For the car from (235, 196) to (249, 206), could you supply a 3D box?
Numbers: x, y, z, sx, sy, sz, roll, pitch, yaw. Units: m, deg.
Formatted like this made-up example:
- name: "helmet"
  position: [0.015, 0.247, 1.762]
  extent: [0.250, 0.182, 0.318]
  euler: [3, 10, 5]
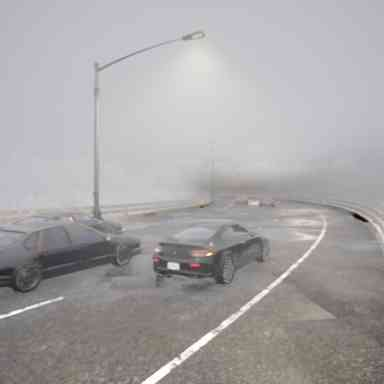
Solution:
- name: "car"
  position: [7.646, 1.294, 50.742]
  extent: [2.128, 1.511, 4.902]
  euler: [0, 0, 8]

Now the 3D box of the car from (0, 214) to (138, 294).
- name: "car"
  position: [-3.622, 1.499, 8.832]
  extent: [2.033, 1.411, 5.357]
  euler: [0, 0, 31]

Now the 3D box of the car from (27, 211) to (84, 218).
- name: "car"
  position: [-5.084, 1.481, 13.243]
  extent: [2.033, 1.411, 5.357]
  euler: [0, 0, 29]

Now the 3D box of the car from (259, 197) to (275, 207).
- name: "car"
  position: [10.517, 1.389, 46.650]
  extent: [1.994, 1.385, 4.181]
  euler: [0, 0, 10]

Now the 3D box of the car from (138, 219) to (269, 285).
- name: "car"
  position: [0.739, 1.486, 9.447]
  extent: [1.812, 1.442, 4.674]
  euler: [0, 0, 30]
